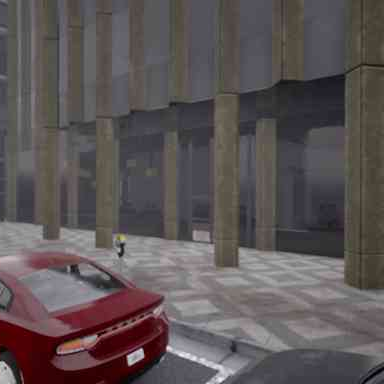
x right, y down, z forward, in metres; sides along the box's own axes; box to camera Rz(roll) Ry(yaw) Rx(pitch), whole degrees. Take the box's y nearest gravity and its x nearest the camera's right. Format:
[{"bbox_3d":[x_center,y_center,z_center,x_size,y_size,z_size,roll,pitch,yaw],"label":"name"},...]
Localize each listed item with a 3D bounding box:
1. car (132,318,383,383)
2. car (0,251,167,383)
[{"bbox_3d":[2.031,1.554,1.506,4.403,1.369,2.008,0,0,36],"label":"car"},{"bbox_3d":[-2.380,1.529,4.686,4.507,1.381,1.887,0,0,36],"label":"car"}]
